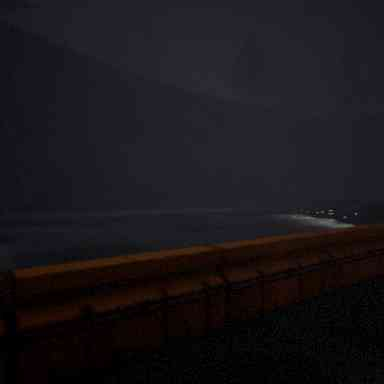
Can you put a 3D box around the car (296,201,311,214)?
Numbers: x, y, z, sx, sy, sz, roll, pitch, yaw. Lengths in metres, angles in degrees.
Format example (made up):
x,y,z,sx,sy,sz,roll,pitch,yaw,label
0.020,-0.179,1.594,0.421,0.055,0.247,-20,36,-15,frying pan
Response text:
x,y,z,sx,sy,sz,roll,pitch,yaw,label
11.615,1.395,30.595,4.181,1.385,1.994,0,0,-25,car

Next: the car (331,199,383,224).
x,y,z,sx,sy,sz,roll,pitch,yaw,label
12.269,1.385,23.158,4.674,1.442,1.812,0,0,-26,car

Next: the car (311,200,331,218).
x,y,z,sx,sy,sz,roll,pitch,yaw,label
12.403,1.347,27.115,4.892,1.490,1.837,0,0,-26,car
